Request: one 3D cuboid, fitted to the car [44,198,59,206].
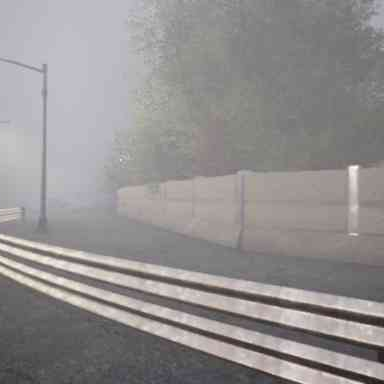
[{"bbox_3d":[-30.137,2.147,71.437,2.128,1.511,4.902,1,-1,-12],"label":"car"}]

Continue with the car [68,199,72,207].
[{"bbox_3d":[-25.844,2.161,68.191,2.097,1.767,4.553,1,-1,-12],"label":"car"}]

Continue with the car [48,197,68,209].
[{"bbox_3d":[-23.645,1.936,58.157,2.150,2.045,5.566,1,-1,-12],"label":"car"}]
